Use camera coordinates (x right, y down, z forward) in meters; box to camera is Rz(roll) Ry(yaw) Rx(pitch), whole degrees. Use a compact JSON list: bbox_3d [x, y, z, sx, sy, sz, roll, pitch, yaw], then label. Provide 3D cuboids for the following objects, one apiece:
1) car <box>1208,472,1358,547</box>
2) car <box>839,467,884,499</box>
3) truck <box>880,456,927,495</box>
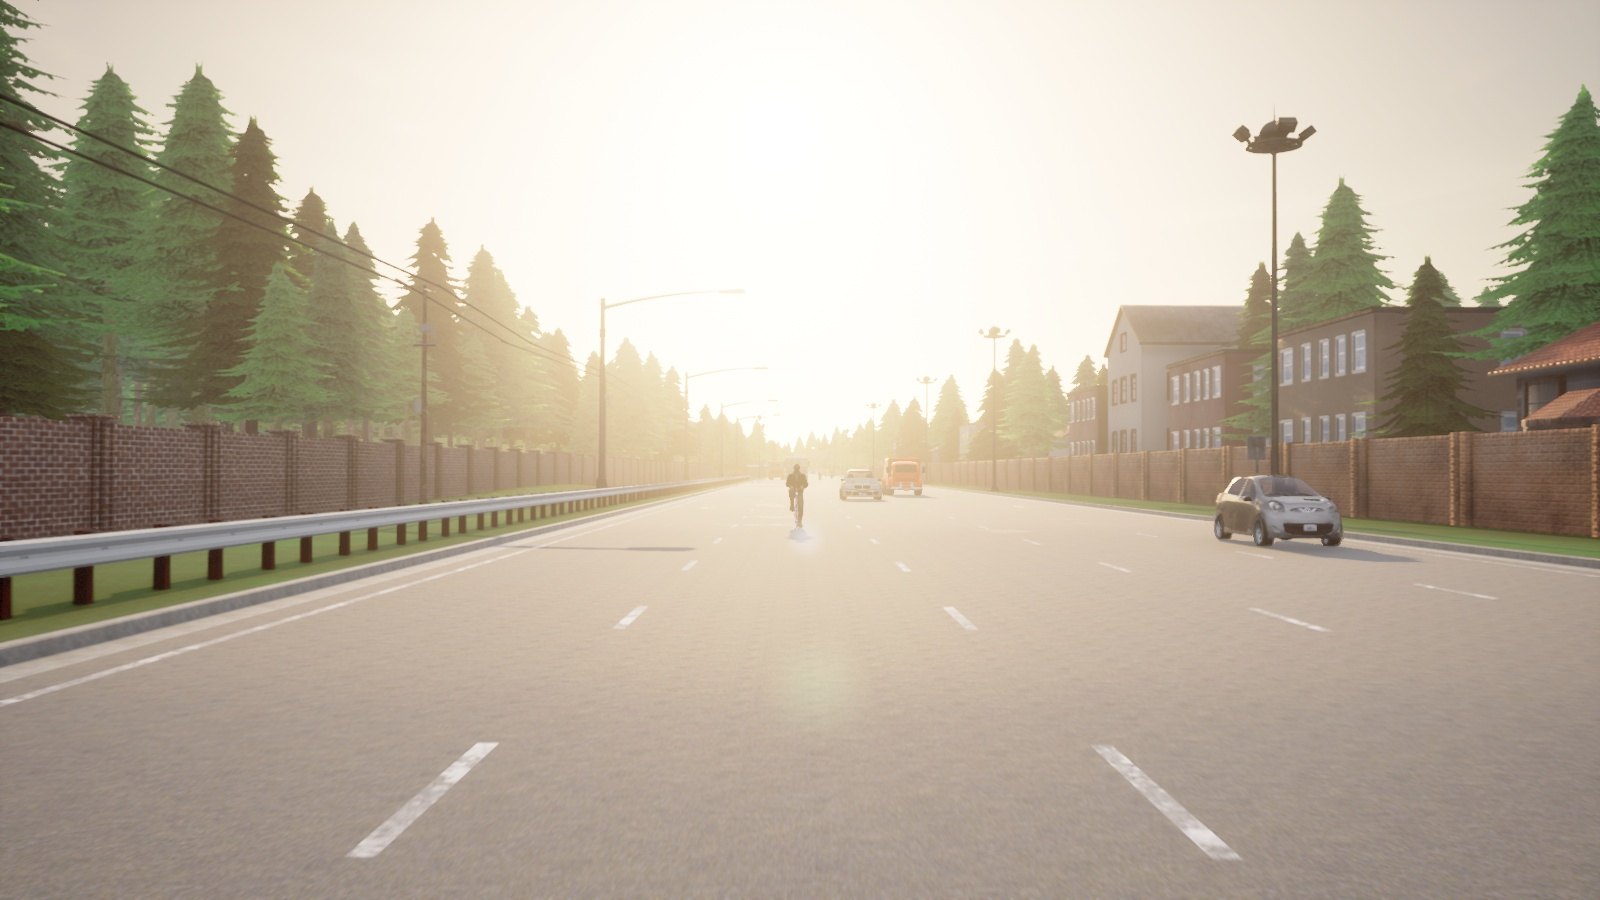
[{"bbox_3d":[10.432,1.245,27.391,1.845,1.501,3.633,0,-1,0],"label":"car"},{"bbox_3d":[3.329,1.800,68.969,2.242,1.667,4.611,0,-1,0],"label":"car"},{"bbox_3d":[6.793,1.685,82.696,2.627,2.467,5.204,0,-1,0],"label":"truck"}]
